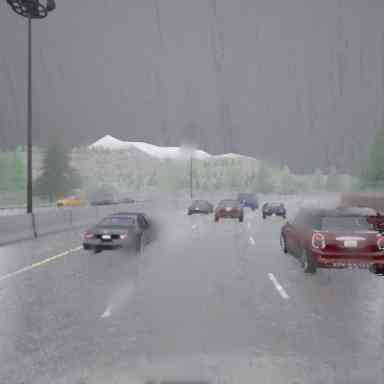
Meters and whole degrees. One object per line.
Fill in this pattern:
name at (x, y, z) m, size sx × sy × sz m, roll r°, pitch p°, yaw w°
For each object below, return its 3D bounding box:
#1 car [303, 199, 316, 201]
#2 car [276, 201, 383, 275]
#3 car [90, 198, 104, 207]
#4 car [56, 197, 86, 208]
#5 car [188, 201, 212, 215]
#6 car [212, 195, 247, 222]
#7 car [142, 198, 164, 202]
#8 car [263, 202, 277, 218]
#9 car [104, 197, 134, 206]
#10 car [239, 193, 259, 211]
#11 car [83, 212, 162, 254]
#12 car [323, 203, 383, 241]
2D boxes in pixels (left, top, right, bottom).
car at (12.315, 1.496, 34.880) m, size 1.812 × 1.442 × 4.674 m, roll 0°, pitch 0°, yaw 16°
car at (4.239, 1.342, 10.624) m, size 2.097 × 1.767 × 4.553 m, roll 0°, pitch 0°, yaw 5°
car at (-12.877, 1.558, 48.727) m, size 1.895 × 1.301 × 4.718 m, roll 0°, pitch 0°, yaw 18°
car at (-17.067, 1.436, 47.123) m, size 1.882 × 1.535 × 5.008 m, roll 0°, pitch 0°, yaw 18°
car at (1.012, 1.534, 33.236) m, size 1.994 × 1.385 × 4.181 m, roll 0°, pitch 0°, yaw 14°
car at (3.082, 1.330, 26.578) m, size 2.097 × 1.767 × 4.553 m, roll 0°, pitch 0°, yaw 10°
car at (-5.702, 1.506, 48.155) m, size 2.033 × 1.411 × 5.357 m, roll 0°, pitch 0°, yaw 19°
car at (7.303, 1.575, 29.677) m, size 1.895 × 1.301 × 4.718 m, roll 0°, pitch 0°, yaw 13°
car at (-9.823, 1.466, 46.789) m, size 1.837 × 1.490 × 4.892 m, roll 0°, pitch -1°, yaw 18°
car at (6.899, 1.184, 41.100) m, size 2.150 × 2.045 × 5.566 m, roll 0°, pitch 0°, yaw 18°
car at (-2.563, 1.536, 13.519) m, size 2.033 × 1.411 × 5.357 m, roll 0°, pitch 0°, yaw 6°
car at (8.591, 1.462, 17.777) m, size 1.882 × 1.535 × 5.008 m, roll 0°, pitch 0°, yaw 8°
